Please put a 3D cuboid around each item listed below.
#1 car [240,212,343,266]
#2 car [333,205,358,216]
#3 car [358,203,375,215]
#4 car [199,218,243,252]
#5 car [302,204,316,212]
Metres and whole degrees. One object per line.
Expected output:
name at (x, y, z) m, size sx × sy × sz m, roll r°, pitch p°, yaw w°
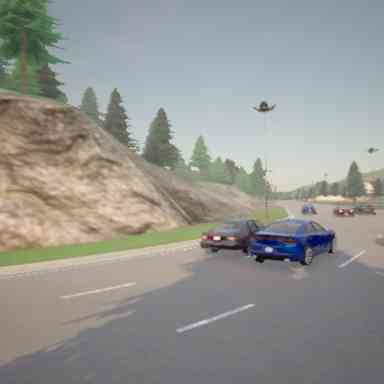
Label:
car at (4.049, 1.761, 12.834) m, size 1.882 × 1.535 × 5.008 m, roll -1°, pitch -1°, yaw 38°
car at (19.165, 2.392, 42.207) m, size 1.895 × 1.301 × 4.718 m, roll -2°, pitch -2°, yaw 16°
car at (23.654, 2.291, 45.689) m, size 2.128 × 1.511 × 4.902 m, roll -1°, pitch -2°, yaw 15°
car at (2.374, 1.934, 15.428) m, size 2.033 × 1.411 × 5.357 m, roll -2°, pitch -2°, yaw 33°
car at (17.695, 2.571, 50.460) m, size 1.812 × 1.442 × 4.674 m, roll -1°, pitch -2°, yaw 15°
